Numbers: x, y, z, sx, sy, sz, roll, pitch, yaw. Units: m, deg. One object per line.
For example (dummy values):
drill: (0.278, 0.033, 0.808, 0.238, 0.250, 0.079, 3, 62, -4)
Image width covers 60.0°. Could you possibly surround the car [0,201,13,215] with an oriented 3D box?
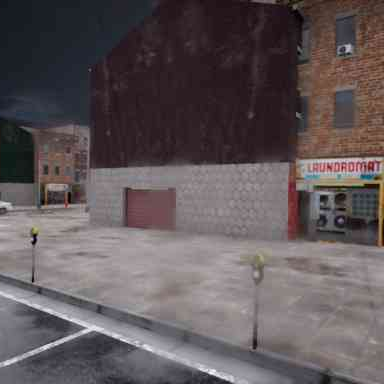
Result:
car: (-19.126, 1.405, 30.711, 1.812, 1.442, 4.674, 1, 1, 34)
